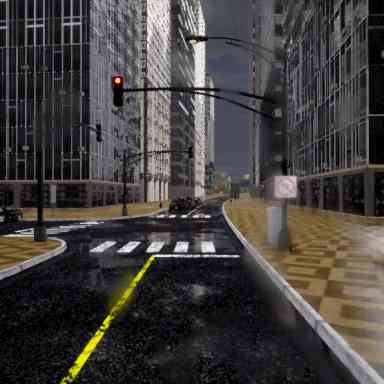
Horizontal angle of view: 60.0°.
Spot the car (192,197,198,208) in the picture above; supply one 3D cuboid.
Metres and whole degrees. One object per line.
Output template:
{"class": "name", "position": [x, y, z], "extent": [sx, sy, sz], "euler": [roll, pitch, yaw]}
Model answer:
{"class": "car", "position": [-0.604, 1.462, 48.445], "extent": [1.837, 1.490, 4.892], "euler": [0, 0, 6]}

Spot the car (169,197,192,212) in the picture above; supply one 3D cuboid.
{"class": "car", "position": [-1.486, 1.450, 38.637], "extent": [1.882, 1.535, 5.008], "euler": [0, 0, 5]}

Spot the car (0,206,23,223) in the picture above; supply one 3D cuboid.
{"class": "car", "position": [-16.520, 1.854, 28.032], "extent": [4.403, 1.369, 2.008], "euler": [-1, 1, 10]}

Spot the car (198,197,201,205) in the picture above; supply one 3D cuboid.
{"class": "car", "position": [0.502, 1.501, 58.404], "extent": [1.994, 1.385, 4.181], "euler": [0, 0, 7]}
